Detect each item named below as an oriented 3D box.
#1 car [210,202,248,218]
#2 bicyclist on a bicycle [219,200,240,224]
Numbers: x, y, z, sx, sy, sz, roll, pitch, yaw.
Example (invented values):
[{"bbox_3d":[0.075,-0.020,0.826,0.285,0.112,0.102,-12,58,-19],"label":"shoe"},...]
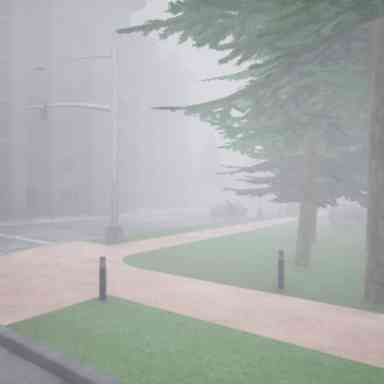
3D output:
[{"bbox_3d":[3.369,1.574,29.982,1.994,1.385,4.181,0,0,37],"label":"car"},{"bbox_3d":[2.499,1.312,22.481,1.656,1.620,0.582,0,0,37],"label":"bicyclist on a bicycle"}]
